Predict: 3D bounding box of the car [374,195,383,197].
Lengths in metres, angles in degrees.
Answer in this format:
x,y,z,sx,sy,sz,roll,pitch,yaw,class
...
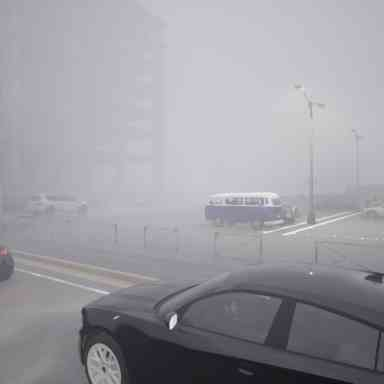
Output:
x,y,z,sx,sy,sz,roll,pitch,yaw,class
17.981,1.153,29.262,4.605,1.855,1.932,0,0,36,car

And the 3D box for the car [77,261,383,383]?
x,y,z,sx,sy,sz,roll,pitch,yaw,class
0.900,1.478,3.353,5.008,1.535,1.882,0,0,36,car

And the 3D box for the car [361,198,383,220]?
x,y,z,sx,sy,sz,roll,pitch,yaw,class
14.757,1.395,24.709,3.806,1.475,1.970,0,0,36,car

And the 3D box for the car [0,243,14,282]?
x,y,z,sx,sy,sz,roll,pitch,yaw,class
-6.422,1.564,8.561,4.181,1.385,1.994,0,0,36,car

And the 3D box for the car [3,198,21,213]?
x,y,z,sx,sy,sz,roll,pitch,yaw,class
-18.723,1.422,33.525,1.882,1.535,5.008,0,0,35,car

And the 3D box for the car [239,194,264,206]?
x,y,z,sx,sy,sz,roll,pitch,yaw,class
11.455,1.545,63.559,1.895,1.301,4.718,0,0,35,car

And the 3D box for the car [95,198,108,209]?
x,y,z,sx,sy,sz,roll,pitch,yaw,class
-12.882,1.422,41.730,1.882,1.535,5.008,0,0,35,car

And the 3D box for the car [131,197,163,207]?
x,y,z,sx,sy,sz,roll,pitch,yaw,class
-6.719,1.492,50.388,2.033,1.411,5.357,0,0,36,car

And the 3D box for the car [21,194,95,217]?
x,y,z,sx,sy,sz,roll,pitch,yaw,class
-12.102,1.166,30.404,2.150,2.045,5.566,0,0,35,car
